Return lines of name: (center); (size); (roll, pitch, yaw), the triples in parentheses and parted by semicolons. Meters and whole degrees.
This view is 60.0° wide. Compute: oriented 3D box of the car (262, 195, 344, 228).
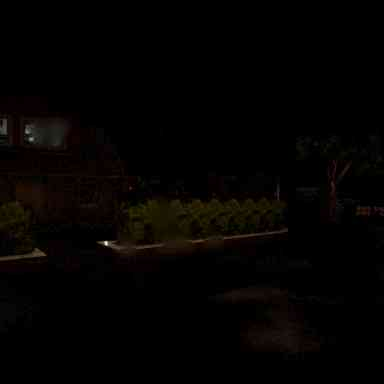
car: (7.044, 1.222, 22.850); (2.150, 2.045, 5.566); (0, 0, -36)

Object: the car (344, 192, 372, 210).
car: (17.447, 0.984, 36.215); (3.866, 1.878, 1.905); (0, 0, 0)
